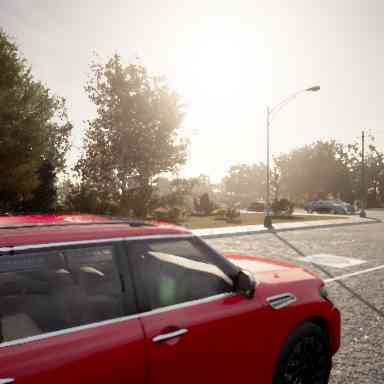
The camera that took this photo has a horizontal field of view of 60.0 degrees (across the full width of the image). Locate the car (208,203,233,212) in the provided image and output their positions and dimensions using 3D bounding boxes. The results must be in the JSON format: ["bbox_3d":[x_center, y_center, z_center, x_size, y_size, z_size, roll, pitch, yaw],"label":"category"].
[{"bbox_3d":[4.948,2.768,58.622,1.837,1.490,4.892,0,-3,-32],"label":"car"}]

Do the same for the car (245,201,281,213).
[{"bbox_3d":[9.486,2.044,44.720,1.837,1.490,4.892,0,-3,-32],"label":"car"}]

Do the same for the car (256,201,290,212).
[{"bbox_3d":[11.598,2.126,47.950,1.837,1.490,4.892,0,-3,-32],"label":"car"}]

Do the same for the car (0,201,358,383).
[{"bbox_3d":[-0.872,1.223,3.122,5.566,2.045,2.150,0,0,-38],"label":"car"}]

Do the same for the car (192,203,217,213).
[{"bbox_3d":[2.115,2.744,56.550,1.837,1.490,4.892,0,-3,-32],"label":"car"}]

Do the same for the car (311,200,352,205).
[{"bbox_3d":[14.633,1.708,36.485,2.128,1.511,4.902,0,-1,-32],"label":"car"}]
